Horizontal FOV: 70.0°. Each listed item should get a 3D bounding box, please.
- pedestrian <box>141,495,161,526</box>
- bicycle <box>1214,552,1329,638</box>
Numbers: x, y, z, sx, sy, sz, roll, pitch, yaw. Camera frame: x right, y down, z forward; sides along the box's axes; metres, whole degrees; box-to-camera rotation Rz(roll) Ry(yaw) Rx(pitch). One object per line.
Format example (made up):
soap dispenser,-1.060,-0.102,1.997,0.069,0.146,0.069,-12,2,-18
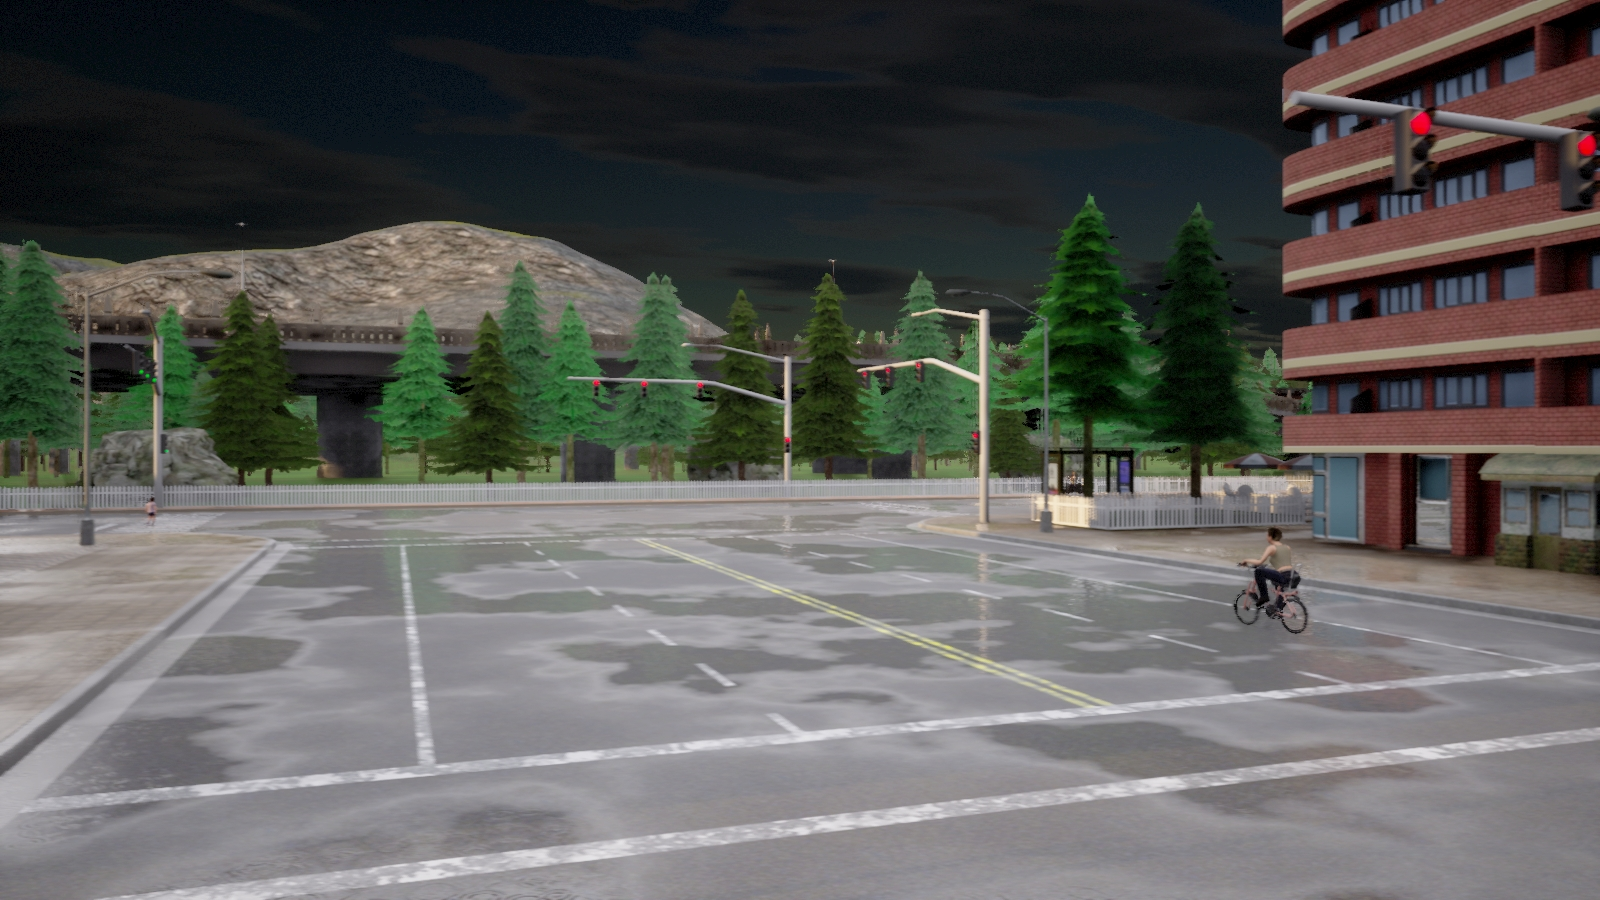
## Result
pedestrian,-23.369,2.172,41.135,0.500,1.100,0.500,0,0,-12
bicycle,7.325,2.234,17.816,0.859,1.126,1.487,0,0,-23
